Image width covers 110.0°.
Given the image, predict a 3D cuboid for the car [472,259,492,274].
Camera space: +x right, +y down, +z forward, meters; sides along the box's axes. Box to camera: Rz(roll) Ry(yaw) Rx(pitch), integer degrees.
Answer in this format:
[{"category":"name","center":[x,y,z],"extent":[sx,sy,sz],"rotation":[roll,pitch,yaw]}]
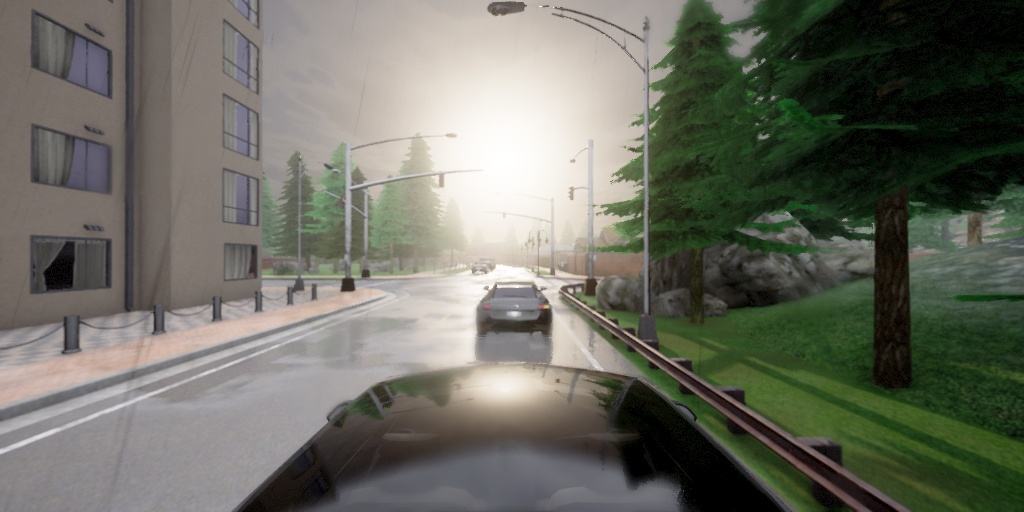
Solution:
[{"category":"car","center":[-3.973,1.433,45.095],"extent":[2.128,1.511,4.902],"rotation":[0,0,0]}]

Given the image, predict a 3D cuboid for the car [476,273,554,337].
[{"category":"car","center":[0.084,1.359,10.522],"extent":[1.994,1.385,4.181],"rotation":[0,0,1]}]

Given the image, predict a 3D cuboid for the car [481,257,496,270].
[{"category":"car","center":[-4.025,1.217,55.704],"extent":[2.150,2.045,5.566],"rotation":[0,0,0]}]
